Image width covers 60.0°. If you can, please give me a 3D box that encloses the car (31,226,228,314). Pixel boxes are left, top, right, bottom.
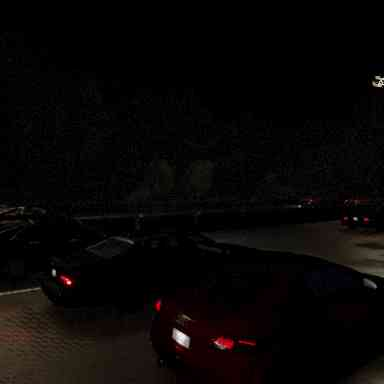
[{"bbox_3d":[-0.535,1.567,7.666,5.357,1.411,2.033,0,0,-36],"label":"car"}]

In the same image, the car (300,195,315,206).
[{"bbox_3d":[18.931,1.233,51.868,4.553,1.767,2.097,-1,0,-35],"label":"car"}]

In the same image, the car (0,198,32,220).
[{"bbox_3d":[-15.769,1.364,27.139,4.553,1.767,2.097,0,0,-36],"label":"car"}]

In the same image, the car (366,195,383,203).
[{"bbox_3d":[25.067,1.406,43.362,4.674,1.442,1.812,-1,0,-35],"label":"car"}]

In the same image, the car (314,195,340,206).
[{"bbox_3d":[20.848,1.430,48.942,5.357,1.411,2.033,-1,0,-35],"label":"car"}]

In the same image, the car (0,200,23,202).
[{"bbox_3d":[-12.214,1.501,21.076,4.902,1.511,2.128,0,0,-36],"label":"car"}]

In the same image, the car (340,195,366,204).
[{"bbox_3d":[23.155,1.231,46.294,4.553,1.767,2.097,-1,1,-35],"label":"car"}]

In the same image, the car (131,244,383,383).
[{"bbox_3d":[1.509,1.584,4.825,4.181,1.385,1.994,0,0,-36],"label":"car"}]

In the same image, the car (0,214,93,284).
[{"bbox_3d":[-3.736,1.517,9.682,4.892,1.490,1.837,0,0,-36],"label":"car"}]

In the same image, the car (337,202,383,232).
[{"bbox_3d":[11.398,1.586,20.486,5.357,1.411,2.033,0,0,-36],"label":"car"}]

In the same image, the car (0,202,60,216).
[{"bbox_3d":[-9.843,1.504,18.468,4.902,1.511,2.128,0,0,-36],"label":"car"}]
